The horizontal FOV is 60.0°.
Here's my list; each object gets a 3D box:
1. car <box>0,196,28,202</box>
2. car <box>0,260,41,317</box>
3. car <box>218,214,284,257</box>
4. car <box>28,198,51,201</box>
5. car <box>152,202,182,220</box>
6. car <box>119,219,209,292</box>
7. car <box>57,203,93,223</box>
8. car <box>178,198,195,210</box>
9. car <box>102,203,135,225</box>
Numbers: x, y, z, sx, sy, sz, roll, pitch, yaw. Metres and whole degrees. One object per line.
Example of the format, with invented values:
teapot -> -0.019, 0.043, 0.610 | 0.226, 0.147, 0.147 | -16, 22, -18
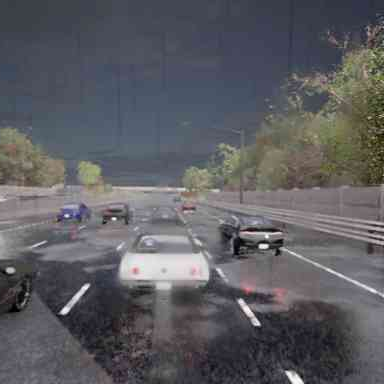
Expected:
car -> -24.974, 1.399, 47.558 | 2.033, 1.411, 5.357 | 1, -1, -4
car -> -3.897, 1.496, 4.489 | 2.033, 1.411, 5.357 | 1, -1, -4
car -> 2.286, 1.677, 13.902 | 2.128, 1.511, 4.902 | 1, -1, -4
car -> -21.536, 1.507, 48.394 | 1.994, 1.385, 4.181 | 1, -1, -4
car -> -2.090, 1.761, 26.244 | 1.994, 1.385, 4.181 | 1, -1, -4
car -> -0.743, 1.668, 9.063 | 1.895, 1.301, 4.718 | 1, -1, -4
car -> -9.092, 1.551, 26.001 | 1.812, 1.442, 4.674 | 1, -1, -4
car -> -0.577, 2.032, 50.426 | 1.994, 1.385, 4.181 | 1, -1, -4
car -> -5.516, 1.609, 25.177 | 1.837, 1.490, 4.892 | 1, -1, -4
